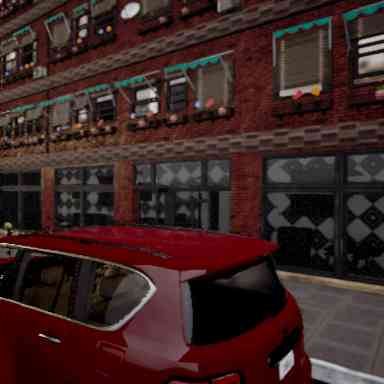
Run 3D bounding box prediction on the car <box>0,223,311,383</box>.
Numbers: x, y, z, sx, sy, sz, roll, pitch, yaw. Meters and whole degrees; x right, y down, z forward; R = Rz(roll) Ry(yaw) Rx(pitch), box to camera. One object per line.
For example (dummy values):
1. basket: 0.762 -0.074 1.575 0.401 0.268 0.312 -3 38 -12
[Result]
1. car: -1.268 1.302 3.776 5.009 1.841 2.192 0 0 35
